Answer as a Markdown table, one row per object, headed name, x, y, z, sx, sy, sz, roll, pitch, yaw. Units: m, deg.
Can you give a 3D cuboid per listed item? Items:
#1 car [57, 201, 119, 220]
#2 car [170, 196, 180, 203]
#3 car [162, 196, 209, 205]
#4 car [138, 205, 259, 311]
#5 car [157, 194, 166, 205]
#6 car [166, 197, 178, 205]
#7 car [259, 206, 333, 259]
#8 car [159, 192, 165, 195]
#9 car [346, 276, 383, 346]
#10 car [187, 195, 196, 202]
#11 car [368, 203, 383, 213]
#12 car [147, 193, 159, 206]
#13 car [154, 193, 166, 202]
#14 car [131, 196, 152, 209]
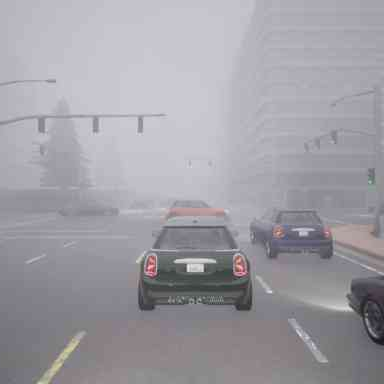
| name | x | y | z | sx | sy | sz | roll | pitch | yaw |
| --- | --- | --- | --- | --- | --- | --- | --- | --- | --- |
| car | -8.678 | 1.483 | 27.938 | 4.902 | 1.511 | 2.128 | 0 | 0 | -19 |
| car | -3.532 | 1.595 | 71.058 | 1.895 | 1.301 | 4.718 | 0 | 0 | 0 |
| car | 0.461 | 1.337 | 23.181 | 4.553 | 1.767 | 2.097 | 0 | 0 | 0 |
| car | 0.067 | 1.352 | 7.948 | 2.097 | 1.767 | 4.553 | 0 | 0 | 0 |
| car | -3.620 | 1.491 | 51.040 | 2.128 | 1.511 | 4.902 | 0 | 0 | 0 |
| car | -3.598 | 1.564 | 60.927 | 1.994 | 1.385 | 4.181 | 0 | 0 | 0 |
| car | 3.581 | 1.352 | 12.788 | 2.097 | 1.767 | 4.553 | 0 | 0 | 0 |
| car | -7.077 | 1.221 | 63.878 | 2.150 | 2.045 | 5.566 | 0 | 0 | 0 |
| car | 3.597 | 1.547 | 3.313 | 2.033 | 1.411 | 5.357 | 0 | 0 | 0 |
| car | -0.036 | 1.525 | 81.084 | 2.128 | 1.511 | 4.902 | 0 | 0 | 0 |
| car | 19.922 | 1.492 | 32.423 | 5.357 | 1.411 | 2.033 | 0 | 0 | -18 |
| car | -7.114 | 1.352 | 54.464 | 2.097 | 1.767 | 4.553 | 0 | 0 | 0 |
| car | -7.033 | 1.225 | 74.523 | 2.150 | 2.045 | 5.566 | 0 | 0 | 0 |
| car | -7.121 | 1.601 | 45.569 | 1.895 | 1.301 | 4.718 | 0 | 0 | 0 |
